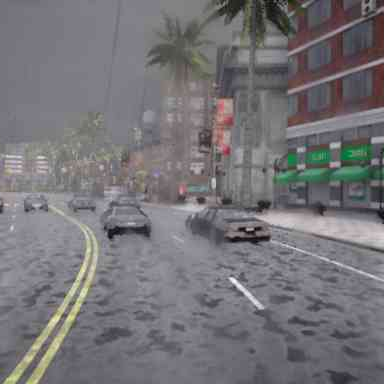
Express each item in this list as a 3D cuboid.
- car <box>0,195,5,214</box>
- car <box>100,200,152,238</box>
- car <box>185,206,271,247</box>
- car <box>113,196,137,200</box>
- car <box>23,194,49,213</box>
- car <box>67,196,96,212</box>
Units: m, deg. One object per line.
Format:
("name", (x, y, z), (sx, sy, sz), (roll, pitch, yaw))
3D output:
("car", (-17.069, 0.874, 28.151), (2.097, 1.767, 4.553), (-1, 1, -27))
("car", (-3.279, 1.287, 16.000), (1.994, 1.385, 4.181), (0, 1, -20))
("car", (1.262, 1.303, 13.927), (2.033, 1.411, 5.357), (0, 1, -17))
("car", (-6.149, 1.027, 30.236), (2.033, 1.411, 5.357), (-1, 1, -28))
("car", (-13.973, 0.984, 29.787), (2.128, 1.511, 4.902), (-1, 1, -27))
("car", (-10.030, 1.032, 30.113), (2.033, 1.411, 5.357), (-1, 1, -28))
